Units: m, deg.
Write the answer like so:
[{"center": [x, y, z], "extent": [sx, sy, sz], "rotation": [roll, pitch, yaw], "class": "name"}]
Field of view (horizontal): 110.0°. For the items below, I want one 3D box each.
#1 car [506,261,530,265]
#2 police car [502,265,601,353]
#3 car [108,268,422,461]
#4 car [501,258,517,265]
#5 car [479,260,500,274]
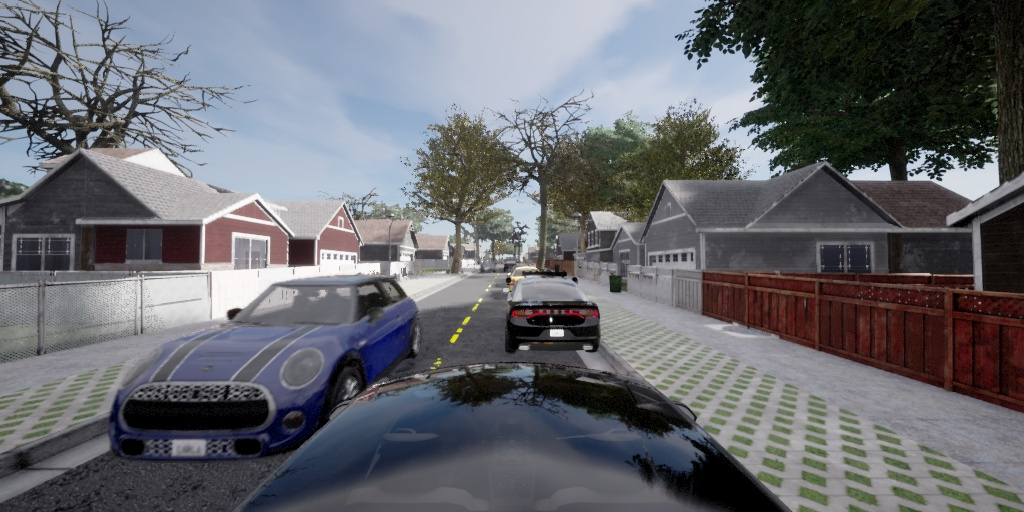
[{"center": [0.744, 1.223, 19.108], "extent": [1.801, 1.575, 5.366], "rotation": [0, 0, 0], "class": "car"}, {"center": [0.793, 1.182, 9.022], "extent": [1.930, 1.638, 5.238], "rotation": [0, 0, 0], "class": "police car"}, {"center": [-2.866, 1.105, 5.412], "extent": [2.097, 1.767, 4.553], "rotation": [0, 0, 0], "class": "car"}, {"center": [-0.182, 1.350, 49.570], "extent": [1.882, 1.535, 5.008], "rotation": [0, 0, 0], "class": "car"}, {"center": [-2.953, 1.339, 44.032], "extent": [2.128, 1.511, 4.902], "rotation": [0, 0, 0], "class": "car"}]
